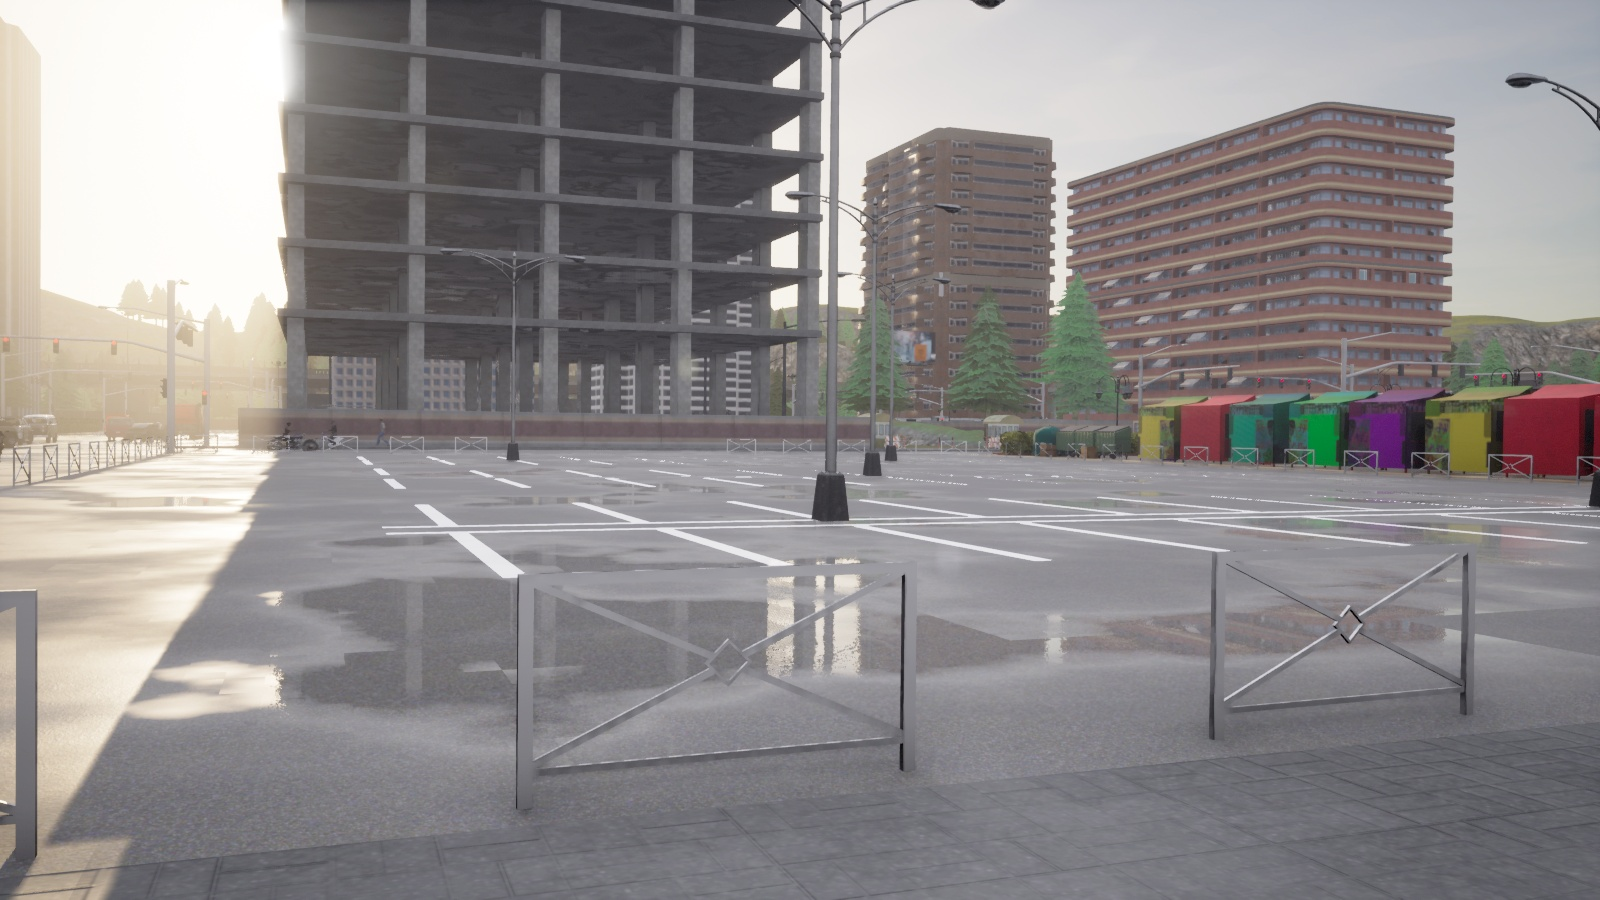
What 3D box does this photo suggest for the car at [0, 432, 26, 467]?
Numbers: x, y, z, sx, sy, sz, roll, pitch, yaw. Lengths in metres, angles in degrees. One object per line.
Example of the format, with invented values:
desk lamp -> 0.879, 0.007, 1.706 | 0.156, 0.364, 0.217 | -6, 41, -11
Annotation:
car -> -43.922, -0.027, 66.860 | 1.932, 1.855, 4.605 | 0, 1, 13

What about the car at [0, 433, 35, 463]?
car -> -51.124, -0.155, 81.270 | 1.932, 1.855, 4.605 | -1, 1, -21

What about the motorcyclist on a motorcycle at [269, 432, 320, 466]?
motorcyclist on a motorcycle -> -25.397, -0.059, 63.093 | 2.350, 1.649, 0.766 | -1, 1, -22

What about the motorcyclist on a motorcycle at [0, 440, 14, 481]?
motorcyclist on a motorcycle -> -30.371, 0.392, 47.284 | 0.866, 1.530, 2.191 | -1, 1, -21
